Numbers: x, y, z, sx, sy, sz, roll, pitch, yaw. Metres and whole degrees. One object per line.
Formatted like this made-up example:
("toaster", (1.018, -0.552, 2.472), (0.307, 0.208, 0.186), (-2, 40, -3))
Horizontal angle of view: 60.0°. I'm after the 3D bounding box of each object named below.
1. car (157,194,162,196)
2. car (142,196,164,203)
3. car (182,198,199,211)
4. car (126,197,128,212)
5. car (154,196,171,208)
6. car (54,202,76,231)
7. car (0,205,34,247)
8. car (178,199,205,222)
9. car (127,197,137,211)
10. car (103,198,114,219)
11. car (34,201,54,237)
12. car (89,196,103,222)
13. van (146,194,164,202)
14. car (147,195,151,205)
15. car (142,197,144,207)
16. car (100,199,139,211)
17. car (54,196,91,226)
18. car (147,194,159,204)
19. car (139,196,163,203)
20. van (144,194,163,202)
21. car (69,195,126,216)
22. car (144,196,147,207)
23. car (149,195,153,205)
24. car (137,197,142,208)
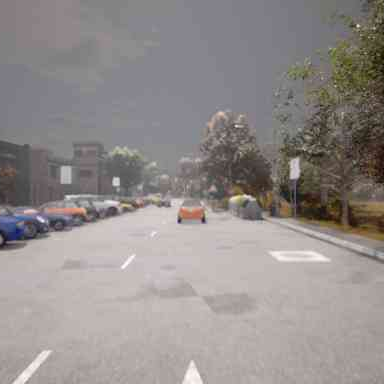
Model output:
("car", (-9.413, 1.727, 67.675), (5.366, 1.575, 1.946), (-1, -1, -20))
("car", (-9.719, 1.777, 82.628), (5.008, 1.535, 2.097), (-1, 0, -21))
("car", (-0.185, 1.608, 43.635), (2.128, 1.511, 4.902), (0, 0, 0))
("car", (-9.472, 1.599, 34.606), (4.792, 1.488, 2.163), (-1, -1, -20))
("car", (-4.281, 1.718, 51.201), (1.994, 1.385, 4.181), (0, 0, 0))
("car", (-9.484, 1.567, 19.581), (4.674, 1.452, 2.002), (-1, 0, -20))
("car", (-9.461, 1.515, 13.570), (5.008, 1.535, 2.097), (-1, 0, -20))
("car", (-0.040, 1.408, 26.813), (2.097, 1.767, 4.553), (0, 0, 0))
("car", (-9.330, 1.575, 37.664), (5.366, 1.575, 1.946), (-1, 0, -20))
("car", (-9.470, 1.579, 28.605), (4.792, 1.488, 2.163), (-1, 0, -20))
("car", (-9.511, 1.396, 16.573), (4.553, 1.767, 2.185), (-1, 0, -20))
("car", (-9.461, 1.415, 25.591), (4.553, 1.767, 2.185), (-1, 0, -20))
("van", (-9.901, 1.509, 88.574), (4.442, 1.987, 1.878), (-1, 1, -21))
("car", (-9.498, 1.677, 52.617), (4.792, 1.488, 2.163), (-1, -1, -20))
("car", (-9.547, 1.493, 46.596), (4.553, 1.767, 2.185), (-1, -1, -20))
("car", (-9.506, 1.645, 43.599), (4.674, 1.452, 2.002), (-1, 0, -20))
("car", (-9.457, 1.408, 22.590), (4.553, 1.767, 2.185), (-1, 0, -20))
("car", (-9.578, 1.716, 64.609), (4.892, 1.521, 2.231), (-1, -1, -20))
("car", (-9.848, 1.791, 79.559), (5.366, 1.575, 1.946), (-1, 0, -20))
("van", (-9.862, 1.531, 85.573), (4.442, 1.987, 1.878), (-1, 1, -21))
("car", (-9.475, 1.307, 31.606), (5.566, 2.045, 2.435), (-1, 0, -20))
("car", (-9.552, 1.507, 49.598), (4.553, 1.767, 2.185), (-1, -1, -20))
("car", (-9.536, 1.704, 55.609), (4.674, 1.452, 2.002), (-1, -1, -20))
("car", (-9.496, 1.341, 40.623), (5.566, 2.045, 2.435), (-1, -1, -20))
